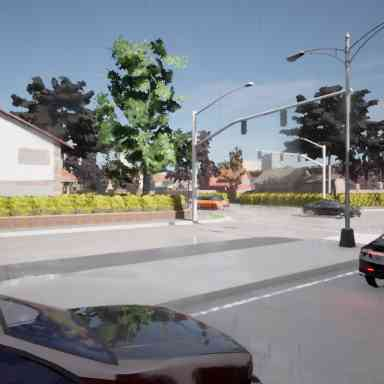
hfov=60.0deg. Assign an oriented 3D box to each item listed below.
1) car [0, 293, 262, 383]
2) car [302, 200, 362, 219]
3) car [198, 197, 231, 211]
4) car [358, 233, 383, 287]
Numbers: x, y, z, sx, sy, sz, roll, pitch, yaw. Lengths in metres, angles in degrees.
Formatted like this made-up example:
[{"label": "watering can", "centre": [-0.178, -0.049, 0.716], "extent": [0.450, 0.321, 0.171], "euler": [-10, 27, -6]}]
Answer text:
[{"label": "car", "centre": [-1.954, 1.547, 2.355], "extent": [5.357, 1.411, 2.033], "euler": [0, 0, -35]}, {"label": "car", "centre": [12.111, 1.507, 29.009], "extent": [1.837, 1.490, 4.892], "euler": [0, 0, -44]}, {"label": "car", "centre": [2.693, 1.351, 40.709], "extent": [2.097, 1.767, 4.553], "euler": [0, 0, -36]}, {"label": "car", "centre": [5.965, 1.492, 8.038], "extent": [4.902, 1.511, 2.128], "euler": [0, 0, -35]}]
